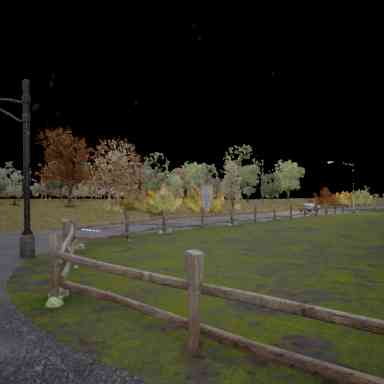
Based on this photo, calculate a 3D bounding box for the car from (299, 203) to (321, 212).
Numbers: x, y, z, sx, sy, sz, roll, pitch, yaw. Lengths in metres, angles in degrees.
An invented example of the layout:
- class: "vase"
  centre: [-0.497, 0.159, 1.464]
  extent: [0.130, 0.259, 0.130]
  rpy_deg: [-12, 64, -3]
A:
- class: "car"
  centre: [18.818, 2.449, 53.000]
  extent: [2.033, 1.411, 5.357]
  rpy_deg: [-1, -2, 40]
